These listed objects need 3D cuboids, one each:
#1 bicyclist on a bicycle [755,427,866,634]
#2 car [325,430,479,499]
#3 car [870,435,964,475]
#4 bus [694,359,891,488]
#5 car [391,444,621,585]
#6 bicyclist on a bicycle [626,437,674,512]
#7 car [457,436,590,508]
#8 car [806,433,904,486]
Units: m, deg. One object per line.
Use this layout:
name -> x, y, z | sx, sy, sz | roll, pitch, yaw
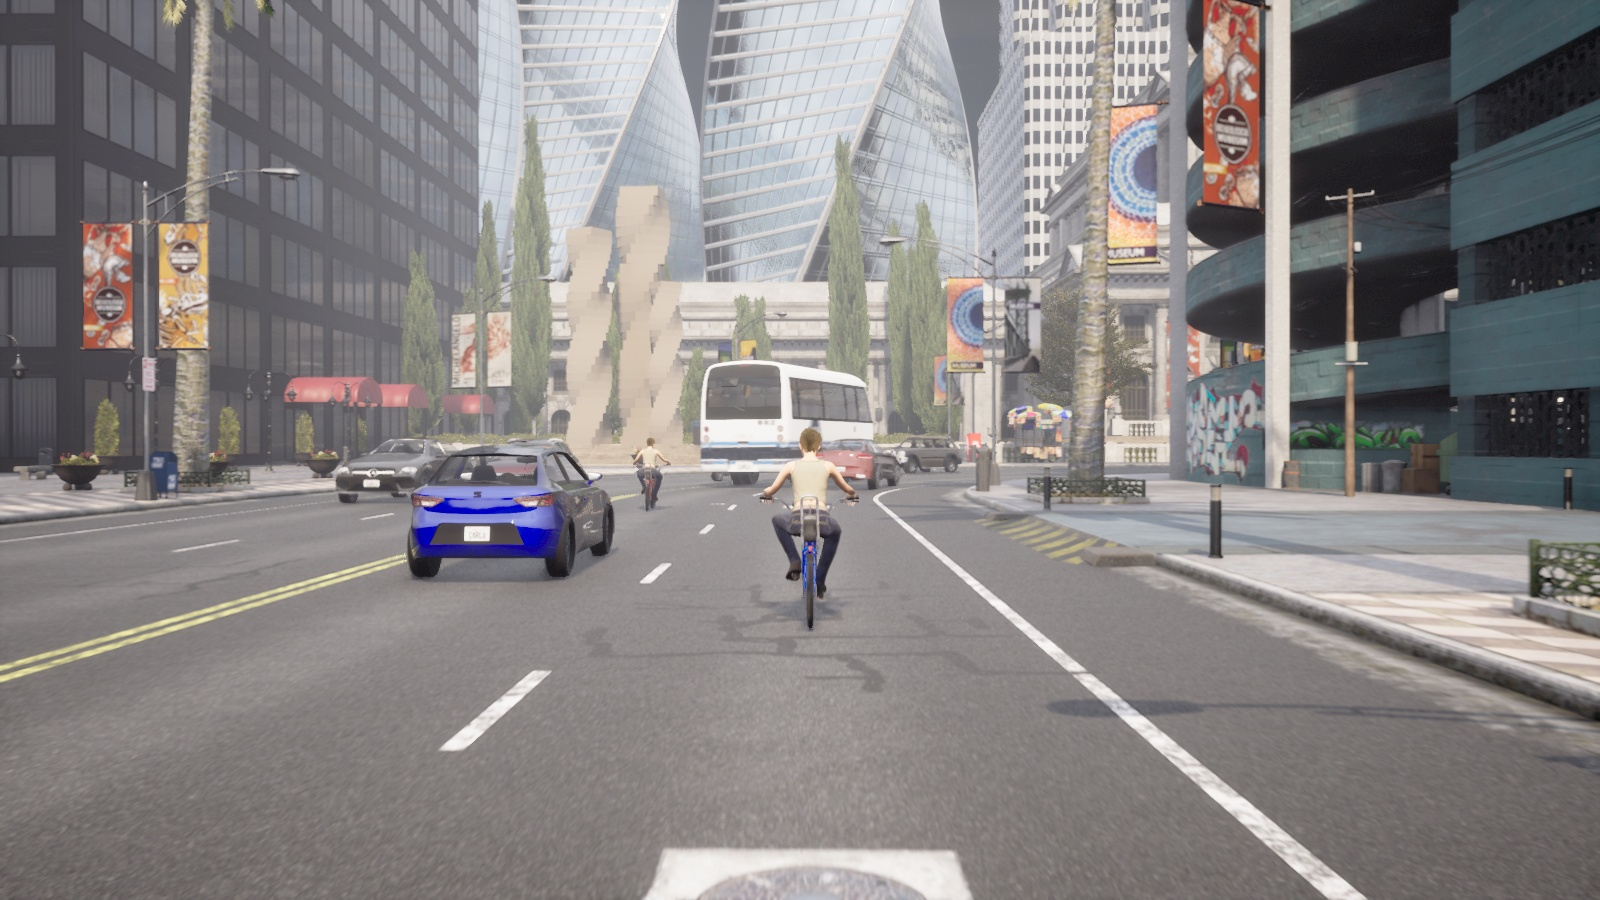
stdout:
bicyclist on a bicycle -> 0.081, 0.624, 10.549 | 0.866, 1.612, 1.509 | 0, 0, 0
car -> -10.214, 0.332, 32.718 | 2.152, 1.651, 5.027 | 0, 0, 4
car -> 5.682, 0.226, 60.717 | 4.605, 1.855, 1.932 | 0, 0, -43
bus -> 0.039, -0.893, 46.767 | 3.944, 4.253, 10.273 | 0, 0, 21
car -> -3.397, 0.671, 15.336 | 1.816, 1.474, 4.193 | 0, 0, 0
bicyclist on a bicycle -> -3.315, 0.523, 27.887 | 0.866, 1.612, 1.509 | 0, 0, 0
car -> -6.755, 0.495, 31.274 | 2.033, 1.649, 4.856 | 0, 0, 3
car -> 1.911, 0.291, 41.763 | 2.152, 1.651, 5.027 | 0, 0, 15
